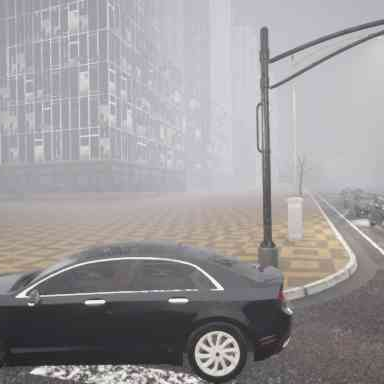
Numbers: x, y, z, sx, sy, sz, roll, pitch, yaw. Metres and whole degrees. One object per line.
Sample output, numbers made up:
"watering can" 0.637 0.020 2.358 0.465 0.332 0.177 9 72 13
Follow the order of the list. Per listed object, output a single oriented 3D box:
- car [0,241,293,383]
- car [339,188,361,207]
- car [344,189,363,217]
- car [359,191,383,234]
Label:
"car" -1.093 1.505 4.778 4.892 1.490 1.837 0 0 0
"car" 13.008 0.453 26.793 2.128 1.511 4.902 -1 2 18
"car" 11.023 0.759 20.726 1.994 1.385 4.181 -1 2 17
"car" 8.983 0.928 14.429 2.128 1.511 4.902 -1 2 18
